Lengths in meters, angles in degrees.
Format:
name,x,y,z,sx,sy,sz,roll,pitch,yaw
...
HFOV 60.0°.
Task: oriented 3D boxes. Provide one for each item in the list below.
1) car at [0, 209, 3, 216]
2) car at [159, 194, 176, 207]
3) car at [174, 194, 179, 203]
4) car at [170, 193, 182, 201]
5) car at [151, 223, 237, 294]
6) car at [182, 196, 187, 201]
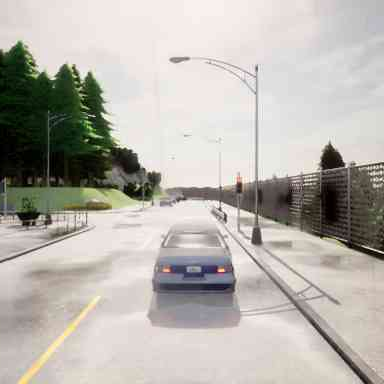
name,x,y,z,sx,sy,sz,roll,pitch,yaw
car,-18.884,1.548,27.875,5.357,1.411,2.033,0,0,0
car,-4.023,1.505,52.507,1.837,1.490,4.892,0,0,0
car,-3.979,1.526,62.405,1.812,1.442,4.674,0,0,1
car,-3.903,1.225,72.810,2.150,2.045,5.566,0,0,0
car,0.058,1.547,8.960,2.033,1.411,5.357,0,0,1
car,-3.689,1.540,86.799,5.357,1.411,2.033,0,0,40
